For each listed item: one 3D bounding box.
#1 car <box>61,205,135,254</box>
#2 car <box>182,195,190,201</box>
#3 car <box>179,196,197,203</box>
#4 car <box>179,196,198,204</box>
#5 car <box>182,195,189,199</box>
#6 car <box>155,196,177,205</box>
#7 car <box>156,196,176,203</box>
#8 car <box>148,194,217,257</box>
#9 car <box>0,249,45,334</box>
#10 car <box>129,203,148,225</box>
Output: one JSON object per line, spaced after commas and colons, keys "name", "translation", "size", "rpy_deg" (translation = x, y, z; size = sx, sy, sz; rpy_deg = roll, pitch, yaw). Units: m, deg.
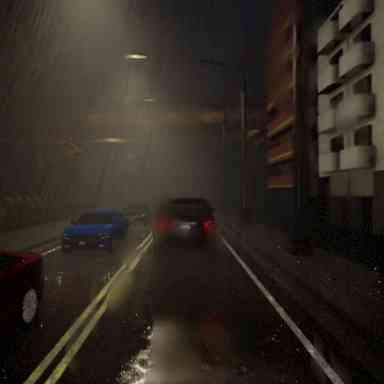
{"name": "car", "translation": [-3.850, 1.514, 14.014], "size": [1.882, 1.535, 5.008], "rpy_deg": [0, 0, -1]}
{"name": "car", "translation": [-1.661, 1.487, 89.596], "size": [2.038, 1.542, 4.974], "rpy_deg": [0, 0, -1]}
{"name": "car", "translation": [-0.767, 1.316, 63.061], "size": [1.853, 1.218, 4.536], "rpy_deg": [0, 0, -21]}
{"name": "car", "translation": [-0.747, 1.474, 63.012], "size": [2.038, 1.542, 4.974], "rpy_deg": [0, 0, -21]}
{"name": "car", "translation": [-1.663, 1.329, 89.648], "size": [1.853, 1.218, 4.536], "rpy_deg": [0, 0, -1]}
{"name": "car", "translation": [-4.912, 1.508, 63.234], "size": [2.038, 1.542, 4.974], "rpy_deg": [0, 0, 24]}
{"name": "car", "translation": [-4.893, 1.351, 63.282], "size": [1.853, 1.218, 4.536], "rpy_deg": [0, 0, 24]}
{"name": "car", "translation": [-0.251, 1.227, 13.143], "size": [2.150, 2.045, 5.566], "rpy_deg": [0, 0, -1]}
{"name": "car", "translation": [-3.652, 1.510, 4.191], "size": [1.882, 1.535, 5.008], "rpy_deg": [0, 0, -1]}
{"name": "car", "translation": [-4.049, 1.566, 24.738], "size": [1.812, 1.442, 4.674], "rpy_deg": [0, 0, -1]}
